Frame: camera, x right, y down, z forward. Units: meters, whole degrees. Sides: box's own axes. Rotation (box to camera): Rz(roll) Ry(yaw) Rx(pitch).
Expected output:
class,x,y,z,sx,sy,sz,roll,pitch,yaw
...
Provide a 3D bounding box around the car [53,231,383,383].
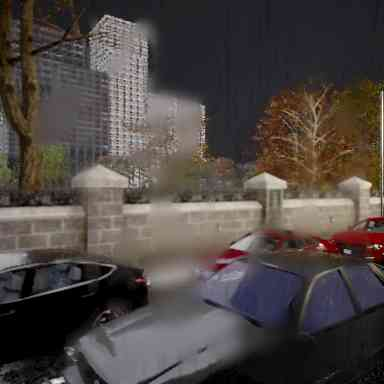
class,x,y,z,sx,sy,sz,roll,pitch,yaw
car,1.300,1.544,4.315,5.357,1.411,2.033,0,0,-36

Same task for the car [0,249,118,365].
class,x,y,z,sx,sy,sz,roll,pitch,yaw
car,-2.667,1.573,4.653,4.313,1.339,1.947,0,0,-36

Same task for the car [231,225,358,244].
class,x,y,z,sx,sy,sz,roll,pitch,yaw
car,1.903,1.577,7.942,4.206,1.307,1.802,0,0,-36

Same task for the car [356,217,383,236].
class,x,y,z,sx,sy,sz,roll,pitch,yaw
car,6.471,1.529,11.230,4.507,1.381,1.887,0,0,-36
